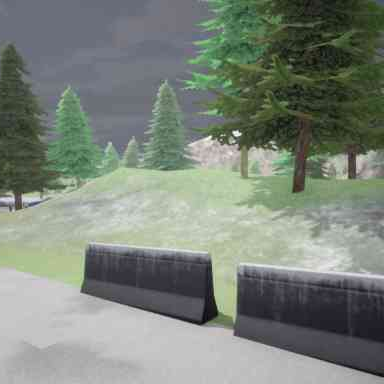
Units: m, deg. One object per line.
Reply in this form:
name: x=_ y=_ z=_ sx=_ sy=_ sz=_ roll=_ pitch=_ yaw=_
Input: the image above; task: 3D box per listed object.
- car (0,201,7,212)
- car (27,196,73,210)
car: x=-21.855 y=1.397 z=34.364 sx=2.128 sy=1.511 sz=4.902 roll=0 pitch=0 yaw=42
car: x=-18.452 y=1.374 z=42.769 sx=5.008 sy=1.535 sz=1.882 roll=0 pitch=0 yaw=-42
